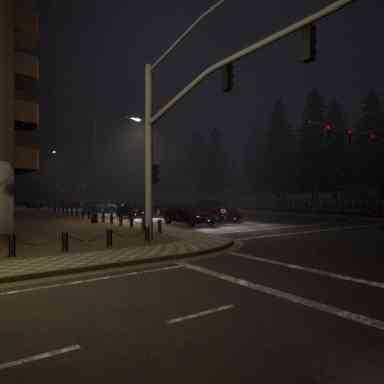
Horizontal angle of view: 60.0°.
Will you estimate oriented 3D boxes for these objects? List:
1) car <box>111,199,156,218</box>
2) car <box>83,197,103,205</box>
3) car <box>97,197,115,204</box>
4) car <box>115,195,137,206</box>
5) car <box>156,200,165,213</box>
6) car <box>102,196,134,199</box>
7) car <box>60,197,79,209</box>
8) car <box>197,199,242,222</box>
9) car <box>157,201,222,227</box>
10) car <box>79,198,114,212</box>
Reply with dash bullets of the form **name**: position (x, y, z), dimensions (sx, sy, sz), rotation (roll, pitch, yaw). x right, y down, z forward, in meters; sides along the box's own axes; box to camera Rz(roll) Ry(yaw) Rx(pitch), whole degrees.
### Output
- **car**: position (-5.435, 1.619, 30.577), dimensions (1.994, 1.385, 4.181), rotation (0, 0, -36)
- **car**: position (-18.015, 1.656, 60.365), dimensions (1.895, 1.301, 4.718), rotation (0, 0, -36)
- **car**: position (-16.689, 1.656, 64.485), dimensions (1.895, 1.301, 4.718), rotation (0, 0, -36)
- **car**: position (-11.427, 1.408, 57.209), dimensions (2.097, 1.767, 4.553), rotation (0, 0, -36)
- **car**: position (-3.374, 1.547, 33.709), dimensions (2.128, 1.511, 4.902), rotation (0, 0, -36)
- **car**: position (-9.420, 1.603, 42.116), dimensions (2.033, 1.411, 5.357), rotation (0, 0, -35)
- **car**: position (-17.286, 1.533, 47.108), dimensions (1.882, 1.535, 5.008), rotation (0, 0, -35)
- **car**: position (1.862, 1.407, 26.439), dimensions (2.097, 1.767, 4.553), rotation (0, 0, -36)
- **car**: position (-0.319, 1.581, 23.508), dimensions (1.812, 1.442, 4.674), rotation (0, 0, -37)
- **car**: position (-11.177, 1.656, 38.562), dimensions (1.895, 1.301, 4.718), rotation (0, 0, -36)
